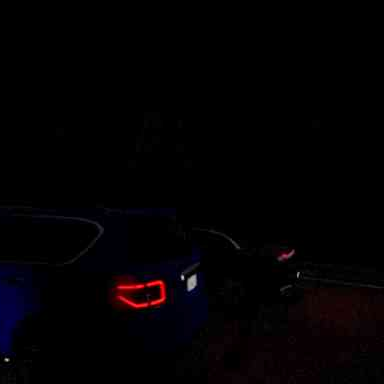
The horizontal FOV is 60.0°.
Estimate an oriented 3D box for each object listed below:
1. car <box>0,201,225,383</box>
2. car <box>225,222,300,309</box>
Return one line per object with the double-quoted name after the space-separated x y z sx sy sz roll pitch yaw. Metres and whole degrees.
-2.536 1.157 4.818 5.566 2.045 2.150 0 0 19 "car"
-0.163 1.389 7.456 4.902 1.511 2.128 0 1 23 "car"
